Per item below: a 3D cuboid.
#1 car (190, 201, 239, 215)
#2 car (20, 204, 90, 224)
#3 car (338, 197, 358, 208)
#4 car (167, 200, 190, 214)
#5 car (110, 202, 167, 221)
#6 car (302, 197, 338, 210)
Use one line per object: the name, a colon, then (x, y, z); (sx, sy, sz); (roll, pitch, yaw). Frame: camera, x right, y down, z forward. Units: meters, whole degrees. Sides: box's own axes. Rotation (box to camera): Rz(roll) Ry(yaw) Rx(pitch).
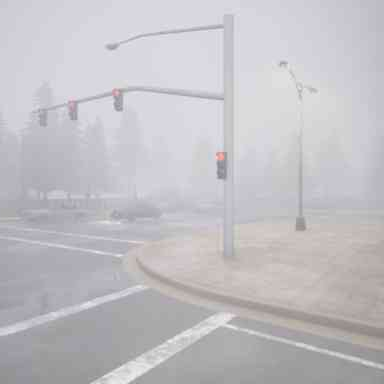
car: (2.508, 1.555, 33.881); (4.718, 1.301, 1.895); (0, 0, -40)
car: (-10.095, 1.557, 24.753); (1.895, 1.301, 4.718); (0, 0, 38)
car: (20.531, 1.455, 46.121); (4.892, 1.490, 1.837); (0, 0, -11)
car: (-1.471, 1.503, 35.073); (5.357, 1.411, 2.033); (0, 0, -43)
car: (-4.365, 1.519, 26.356); (1.994, 1.385, 4.181); (0, 0, 39)
car: (15.362, 1.514, 41.111); (4.181, 1.385, 1.994); (0, 0, -18)
